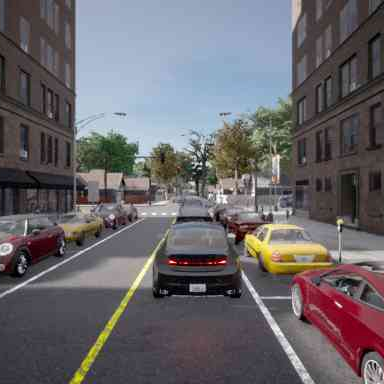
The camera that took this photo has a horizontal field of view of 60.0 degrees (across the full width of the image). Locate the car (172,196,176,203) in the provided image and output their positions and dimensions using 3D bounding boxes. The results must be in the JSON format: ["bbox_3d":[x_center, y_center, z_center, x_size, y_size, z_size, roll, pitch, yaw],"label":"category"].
[{"bbox_3d":[-2.988,1.588,68.015,1.812,1.442,4.674,0,0,0],"label":"car"}]

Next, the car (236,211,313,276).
[{"bbox_3d":[2.643,1.528,10.146,1.752,1.417,4.829,0,0,0],"label":"car"}]

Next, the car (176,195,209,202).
[{"bbox_3d":[0.022,1.364,27.034,2.097,1.767,4.553,0,0,0],"label":"car"}]

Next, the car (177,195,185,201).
[{"bbox_3d":[-3.018,1.630,93.654,2.128,1.511,4.902,0,0,0],"label":"car"}]

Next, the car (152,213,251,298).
[{"bbox_3d":[0.108,1.507,8.495,1.837,1.490,4.892,0,0,0],"label":"car"}]

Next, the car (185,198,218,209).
[{"bbox_3d":[1.221,1.544,46.084,1.812,1.442,4.674,-1,0,-43],"label":"car"}]

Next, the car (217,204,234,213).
[{"bbox_3d":[2.653,1.590,21.012,1.802,1.307,4.206,0,0,0],"label":"car"}]

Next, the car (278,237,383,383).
[{"bbox_3d":[2.638,1.582,4.457,1.802,1.307,4.206,0,0,0],"label":"car"}]

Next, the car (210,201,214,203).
[{"bbox_3d":[2.658,1.577,26.531,1.947,1.339,4.313,0,0,0],"label":"car"}]

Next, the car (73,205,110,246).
[{"bbox_3d":[-5.378,1.530,15.328,1.752,1.417,4.829,0,0,0],"label":"car"}]

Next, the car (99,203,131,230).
[{"bbox_3d":[-5.373,1.448,21.017,1.967,1.590,4.097,0,0,0],"label":"car"}]

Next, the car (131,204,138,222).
[{"bbox_3d":[-5.368,1.593,26.536,1.802,1.307,4.206,0,0,0],"label":"car"}]

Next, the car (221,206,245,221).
[{"bbox_3d":[2.648,1.550,15.494,1.887,1.381,4.507,0,0,0],"label":"car"}]

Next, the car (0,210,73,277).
[{"bbox_3d":[-5.382,1.442,9.980,1.967,1.590,4.097,0,0,0],"label":"car"}]

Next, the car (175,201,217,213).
[{"bbox_3d":[0.113,1.484,17.979,1.882,1.535,5.008,0,0,0],"label":"car"}]

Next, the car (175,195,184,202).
[{"bbox_3d":[-2.993,1.582,79.002,1.837,1.490,4.892,0,0,0],"label":"car"}]

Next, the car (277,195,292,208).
[{"bbox_3d":[14.292,1.455,46.245,4.674,1.442,1.812,0,0,-2],"label":"car"}]
